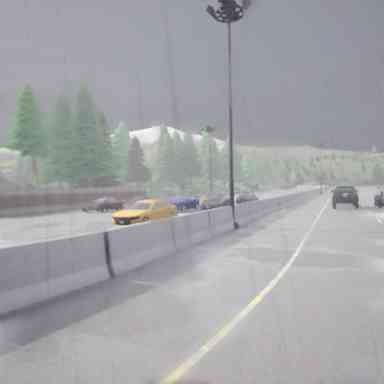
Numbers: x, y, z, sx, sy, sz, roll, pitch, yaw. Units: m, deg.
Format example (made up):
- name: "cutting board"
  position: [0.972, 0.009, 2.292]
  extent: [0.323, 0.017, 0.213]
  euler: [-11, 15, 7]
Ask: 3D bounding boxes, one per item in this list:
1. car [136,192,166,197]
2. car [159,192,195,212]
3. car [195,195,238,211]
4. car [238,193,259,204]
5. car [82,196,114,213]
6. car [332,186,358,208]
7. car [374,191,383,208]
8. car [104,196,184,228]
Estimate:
- name: "car"
  position: [-4.685, 1.102, 31.515]
  extent: [2.128, 1.511, 4.902]
  euler: [-1, 1, 25]
- name: "car"
  position: [-0.886, 1.017, 31.482]
  extent: [1.882, 1.535, 5.008]
  euler: [-1, 1, 24]
- name: "car"
  position: [2.316, 1.029, 30.069]
  extent: [1.837, 1.490, 4.892]
  euler: [-1, 1, 24]
- name: "car"
  position: [6.691, 0.797, 39.986]
  extent: [1.994, 1.385, 4.181]
  euler: [-1, 1, 24]
- name: "car"
  position: [-8.456, 1.174, 31.867]
  extent: [1.812, 1.442, 4.674]
  euler: [-1, 1, 24]
- name: "car"
  position: [14.984, 0.416, 32.582]
  extent: [2.150, 2.045, 5.566]
  euler: [-1, 1, 24]
- name: "car"
  position: [17.881, 0.666, 30.398]
  extent: [2.128, 1.511, 4.902]
  euler: [-1, 1, 24]
- name: "car"
  position: [-2.584, 1.219, 19.220]
  extent: [1.882, 1.535, 5.008]
  euler: [-1, 1, 24]
